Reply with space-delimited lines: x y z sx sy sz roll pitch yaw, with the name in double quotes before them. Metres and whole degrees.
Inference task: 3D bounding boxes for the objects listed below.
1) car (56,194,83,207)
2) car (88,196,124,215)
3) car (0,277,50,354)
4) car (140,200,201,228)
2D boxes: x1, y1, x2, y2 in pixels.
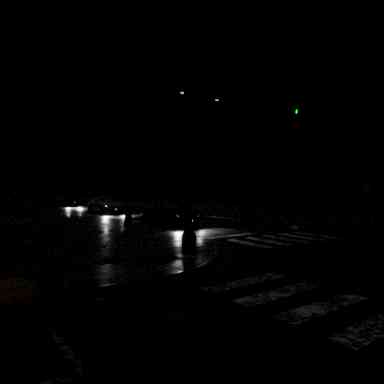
"car" -13.527 0.886 36.730 1.994 1.385 4.181 0 1 -36
"car" -7.341 1.038 28.076 1.812 1.442 4.674 0 1 -36
"car" -4.222 1.525 3.650 4.829 1.417 1.752 0 0 -35
"car" -1.406 1.227 19.770 1.812 1.442 4.674 0 1 -37
